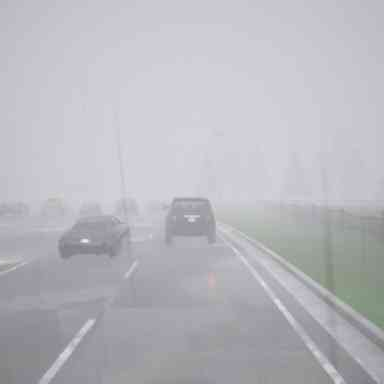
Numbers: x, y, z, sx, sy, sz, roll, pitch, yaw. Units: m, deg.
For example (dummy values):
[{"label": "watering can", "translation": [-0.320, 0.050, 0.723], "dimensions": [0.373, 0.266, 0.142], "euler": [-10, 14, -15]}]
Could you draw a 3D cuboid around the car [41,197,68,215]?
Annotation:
[{"label": "car", "translation": [-13.989, 1.366, 34.058], "dimensions": [2.097, 1.767, 4.553], "euler": [0, 0, -15]}]

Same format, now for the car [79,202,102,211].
[{"label": "car", "translation": [-9.593, 1.614, 31.655], "dimensions": [1.895, 1.301, 4.718], "euler": [0, 0, -14]}]

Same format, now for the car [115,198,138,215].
[{"label": "car", "translation": [-6.796, 1.366, 34.241], "dimensions": [2.097, 1.767, 4.553], "euler": [0, 0, -15]}]

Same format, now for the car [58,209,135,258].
[{"label": "car", "translation": [-3.591, 1.569, 12.882], "dimensions": [1.994, 1.385, 4.181], "euler": [0, 0, -3]}]

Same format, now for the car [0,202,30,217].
[{"label": "car", "translation": [-16.780, 1.614, 31.593], "dimensions": [1.895, 1.301, 4.718], "euler": [0, 0, -15]}]

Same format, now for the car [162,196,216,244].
[{"label": "car", "translation": [-0.214, 1.228, 16.127], "dimensions": [2.150, 2.045, 5.566], "euler": [0, 0, -4]}]

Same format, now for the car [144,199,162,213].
[{"label": "car", "translation": [-4.141, 1.541, 37.857], "dimensions": [1.812, 1.442, 4.674], "euler": [0, 0, -16]}]

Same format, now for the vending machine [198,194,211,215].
[{"label": "vending machine", "translation": [1.211, 1.209, 33.495], "dimensions": [1.100, 2.100, 0.880], "euler": [0, 0, -13]}]
